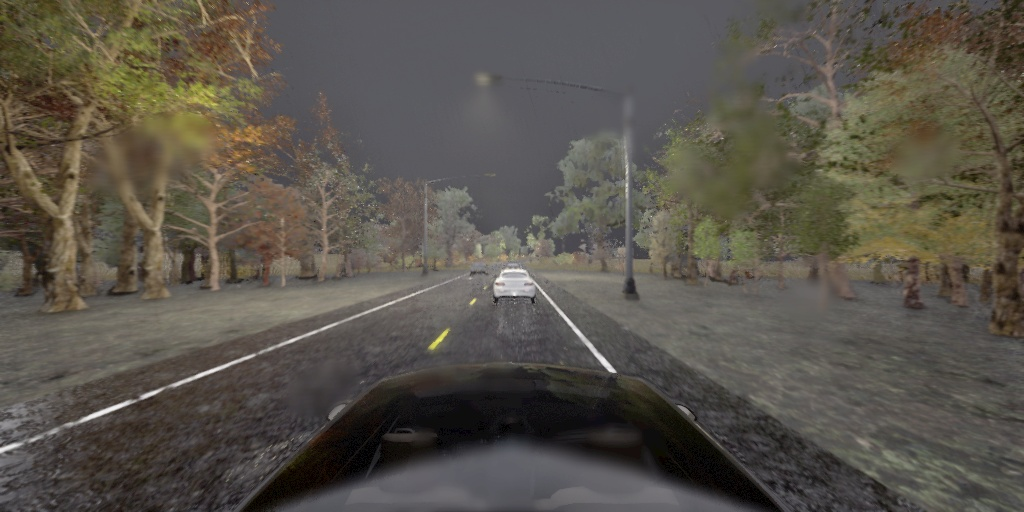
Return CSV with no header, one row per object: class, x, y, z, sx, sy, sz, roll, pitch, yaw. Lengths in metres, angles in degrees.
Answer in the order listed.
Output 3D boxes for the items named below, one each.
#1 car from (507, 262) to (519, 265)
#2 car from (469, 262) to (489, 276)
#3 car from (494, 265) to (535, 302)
car,0.112,1.433,41.866,2.033,1.411,5.357,0,0,0
car,-3.554,1.385,39.569,1.837,1.490,4.892,0,-1,0
car,0.106,1.328,17.120,1.812,1.442,4.674,0,0,0
